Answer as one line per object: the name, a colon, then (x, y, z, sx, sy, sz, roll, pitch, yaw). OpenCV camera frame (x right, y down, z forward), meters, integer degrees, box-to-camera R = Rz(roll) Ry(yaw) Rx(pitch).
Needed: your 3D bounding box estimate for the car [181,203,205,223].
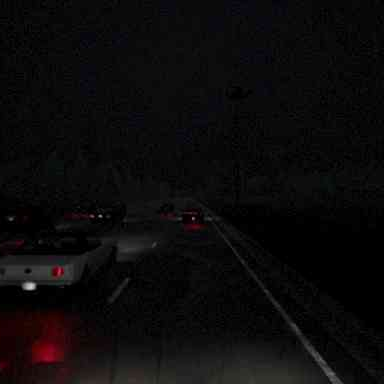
car: (0.107, 1.871, 28.854, 1.837, 1.490, 4.892, 0, 0, 0)

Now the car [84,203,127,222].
car: (-6.897, 1.897, 27.562, 2.033, 1.411, 5.357, 0, -1, 0)

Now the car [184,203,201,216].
car: (0.083, 2.081, 40.839, 1.994, 1.385, 4.181, 0, -1, 0)

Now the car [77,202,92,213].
car: (-13.930, 2.092, 44.708, 1.812, 1.442, 4.674, 0, -1, 0)

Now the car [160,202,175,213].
car: (-3.438, 2.079, 46.308, 2.128, 1.511, 4.902, 0, -1, 0)

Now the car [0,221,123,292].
car: (-3.400, 1.719, 9.196, 1.895, 1.301, 4.718, 0, -1, 0)

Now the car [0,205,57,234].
car: (-10.396, 1.622, 21.247, 2.097, 1.767, 4.553, 0, -1, 0)
